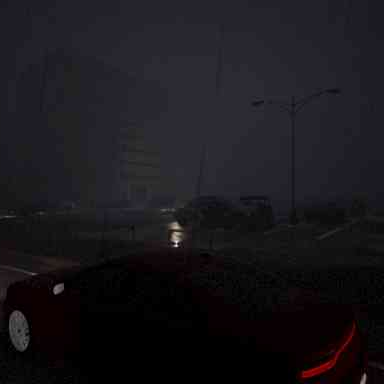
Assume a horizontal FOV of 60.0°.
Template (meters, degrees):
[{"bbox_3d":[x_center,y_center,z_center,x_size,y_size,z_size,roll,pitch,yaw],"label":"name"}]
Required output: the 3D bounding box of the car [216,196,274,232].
[{"bbox_3d":[3.321,1.156,19.057,1.905,1.878,3.866,0,0,34],"label":"car"}]

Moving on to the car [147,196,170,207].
[{"bbox_3d":[-4.698,1.492,50.230,2.128,1.511,4.902,0,0,34],"label":"car"}]

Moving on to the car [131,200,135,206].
[{"bbox_3d":[-10.505,1.547,47.882,2.033,1.411,5.357,0,0,33],"label":"car"}]

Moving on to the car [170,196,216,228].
[{"bbox_3d":[0.953,1.153,20.722,1.932,1.855,4.605,0,0,34],"label":"car"}]

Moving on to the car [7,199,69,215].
[{"bbox_3d":[-15.715,1.547,33.838,2.033,1.411,5.357,0,0,34],"label":"car"}]

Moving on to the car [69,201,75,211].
[{"bbox_3d":[-16.166,1.526,39.426,1.812,1.442,4.674,0,0,34],"label":"car"}]

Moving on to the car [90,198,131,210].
[{"bbox_3d":[-10.372,1.601,41.800,1.895,1.301,4.718,0,0,34],"label":"car"}]

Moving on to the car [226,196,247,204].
[{"bbox_3d":[8.545,1.492,63.351,2.128,1.511,4.902,0,0,34],"label":"car"}]

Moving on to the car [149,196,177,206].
[{"bbox_3d":[-4.797,1.492,56.319,2.128,1.511,4.902,0,0,34],"label":"car"}]

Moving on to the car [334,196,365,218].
[{"bbox_3d":[15.344,1.395,32.012,1.970,1.475,3.806,0,0,34],"label":"car"}]

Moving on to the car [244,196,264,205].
[{"bbox_3d":[11.509,1.526,61.496,1.812,1.442,4.674,0,0,34],"label":"car"}]

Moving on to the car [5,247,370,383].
[{"bbox_3d":[-0.520,1.478,4.360,5.008,1.535,1.882,0,0,35],"label":"car"}]

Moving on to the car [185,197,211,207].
[{"bbox_3d":[1.053,1.527,52.170,1.812,1.442,4.674,0,-1,34],"label":"car"}]
